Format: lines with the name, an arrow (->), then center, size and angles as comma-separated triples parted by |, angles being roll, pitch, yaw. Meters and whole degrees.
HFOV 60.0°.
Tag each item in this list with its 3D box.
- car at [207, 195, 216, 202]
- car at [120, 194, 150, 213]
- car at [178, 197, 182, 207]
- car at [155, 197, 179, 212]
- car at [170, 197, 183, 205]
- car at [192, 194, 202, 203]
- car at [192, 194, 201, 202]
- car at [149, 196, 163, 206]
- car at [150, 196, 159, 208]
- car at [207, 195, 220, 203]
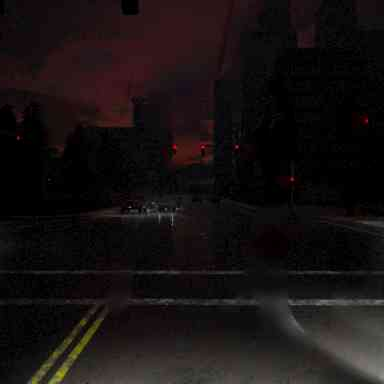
car -> 4.573, 1.478, 77.121 | 1.882, 1.535, 5.008 | 0, 0, 1
car -> -6.386, 1.221, 37.064 | 2.150, 2.045, 5.566 | 0, 0, 1
car -> -2.785, 1.564, 47.976 | 1.994, 1.385, 4.181 | 0, 0, 1
car -> -2.866, 1.601, 39.174 | 1.895, 1.301, 4.718 | 0, 0, 1
car -> -2.675, 1.547, 58.300 | 2.033, 1.411, 5.357 | 0, 0, 1
car -> 1.094, 1.564, 68.307 | 1.994, 1.385, 4.181 | 0, 0, 1
car -> 1.071, 1.355, 76.915 | 2.097, 1.767, 4.553 | 0, 0, 1
car -> -6.193, 1.505, 57.004 | 1.837, 1.490, 4.892 | 0, 0, 0
car -> -6.295, 1.491, 46.945 | 2.128, 1.511, 4.902 | 0, 0, 1
car -> 4.589, 1.547, 67.299 | 2.033, 1.411, 5.357 | 0, 0, 1
